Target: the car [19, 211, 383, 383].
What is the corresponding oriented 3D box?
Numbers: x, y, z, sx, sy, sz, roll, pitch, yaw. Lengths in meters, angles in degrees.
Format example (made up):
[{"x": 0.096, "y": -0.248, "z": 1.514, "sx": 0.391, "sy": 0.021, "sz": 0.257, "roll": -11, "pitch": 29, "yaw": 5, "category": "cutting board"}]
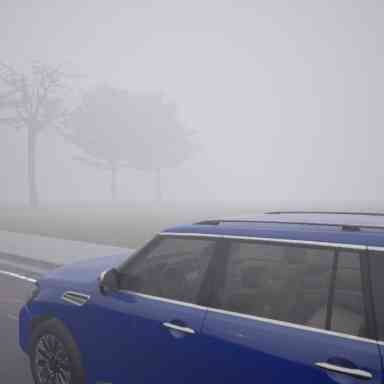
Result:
[{"x": 0.588, "y": 1.222, "z": 3.273, "sx": 5.566, "sy": 2.045, "sz": 2.150, "roll": 0, "pitch": 0, "yaw": 35, "category": "car"}]
